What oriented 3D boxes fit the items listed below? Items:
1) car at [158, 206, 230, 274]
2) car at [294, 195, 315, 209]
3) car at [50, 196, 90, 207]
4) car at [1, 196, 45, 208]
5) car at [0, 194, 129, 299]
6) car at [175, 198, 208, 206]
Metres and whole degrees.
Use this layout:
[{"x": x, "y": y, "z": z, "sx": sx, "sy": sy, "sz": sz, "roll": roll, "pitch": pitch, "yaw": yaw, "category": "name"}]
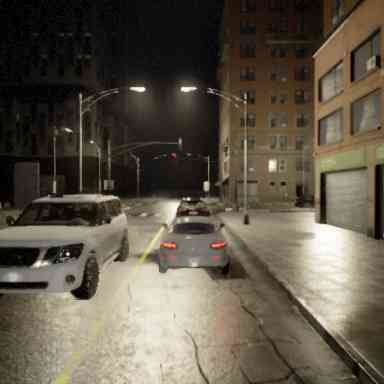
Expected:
[{"x": 0.052, "y": 1.379, "z": 9.959, "sx": 1.812, "sy": 1.442, "sz": 4.674, "roll": 0, "pitch": 1, "yaw": 0, "category": "car"}, {"x": 11.953, "y": 0.953, "z": 31.629, "sx": 4.313, "sy": 1.339, "sz": 1.947, "roll": 0, "pitch": 1, "yaw": 0, "category": "car"}, {"x": -14.663, "y": 1.120, "z": 40.056, "sx": 4.206, "sy": 1.307, "sz": 1.802, "roll": 0, "pitch": 1, "yaw": 0, "category": "car"}, {"x": -20.312, "y": 1.145, "z": 40.035, "sx": 4.313, "sy": 1.339, "sz": 1.947, "roll": 0, "pitch": 1, "yaw": 0, "category": "car"}, {"x": -3.068, "y": 1.101, "z": 8.483, "sx": 2.150, "sy": 2.045, "sz": 5.566, "roll": 0, "pitch": 0, "yaw": 0, "category": "car"}, {"x": -0.005, "y": 1.137, "z": 19.820, "sx": 2.033, "sy": 1.649, "sz": 4.856, "roll": 0, "pitch": 1, "yaw": -2, "category": "car"}]
